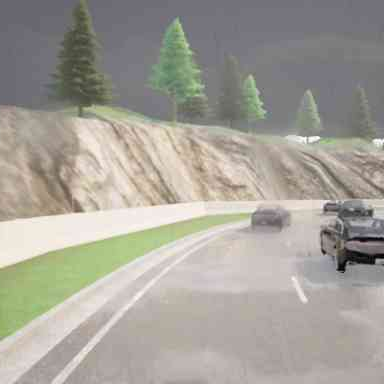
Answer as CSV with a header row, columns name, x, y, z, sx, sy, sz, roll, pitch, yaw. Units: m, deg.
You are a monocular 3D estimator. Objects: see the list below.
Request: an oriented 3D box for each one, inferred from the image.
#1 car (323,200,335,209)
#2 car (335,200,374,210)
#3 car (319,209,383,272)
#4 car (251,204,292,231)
name,x,y,z,sx,sy,sz,roll,pitch,yaw
car,15.910,1.620,36.001,4.902,1.511,2.128,0,0,-44
car,14.150,1.466,28.510,2.097,1.767,4.553,1,0,37
car,5.318,1.534,10.677,2.128,1.511,4.902,0,0,13
car,5.062,1.533,20.920,2.128,1.511,4.902,0,0,24
